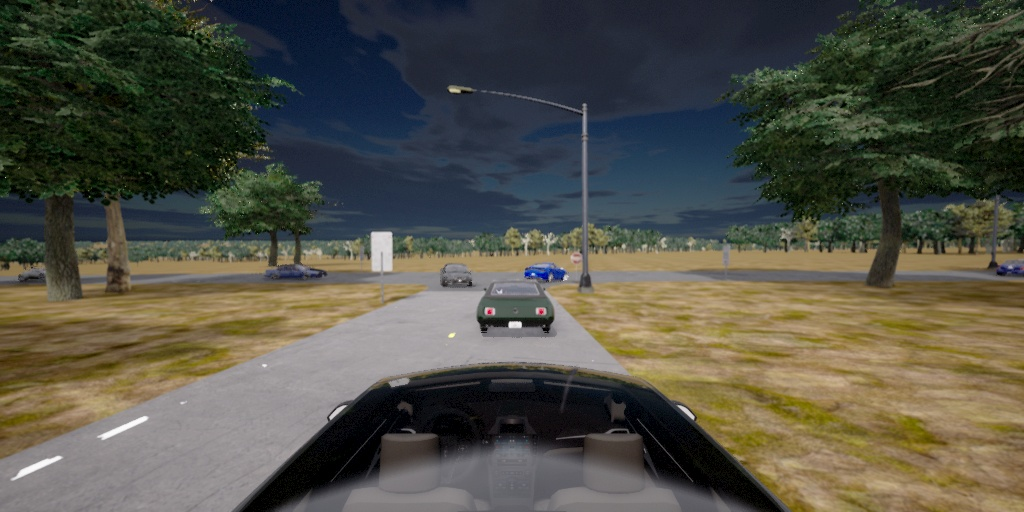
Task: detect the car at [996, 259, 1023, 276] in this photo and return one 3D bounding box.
[{"bbox_3d":[50.572,1.131,35.044,4.553,1.767,2.097,0,2,-5],"label":"car"}]

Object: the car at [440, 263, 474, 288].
[{"bbox_3d":[-3.708,1.240,23.849,1.837,1.490,4.892,2,0,-14],"label":"car"}]

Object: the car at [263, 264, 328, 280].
[{"bbox_3d":[-20.440,1.493,33.908,5.357,1.411,2.033,0,2,3],"label":"car"}]

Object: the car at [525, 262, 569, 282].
[{"bbox_3d":[2.839,1.271,28.342,1.882,1.535,5.008,1,-1,31],"label":"car"}]

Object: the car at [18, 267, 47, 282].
[{"bbox_3d":[-46.826,1.837,36.124,4.181,1.385,1.994,-1,2,7],"label":"car"}]

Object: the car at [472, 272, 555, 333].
[{"bbox_3d":[0.079,1.346,10.725,1.895,1.301,4.718,0,0,0],"label":"car"}]
